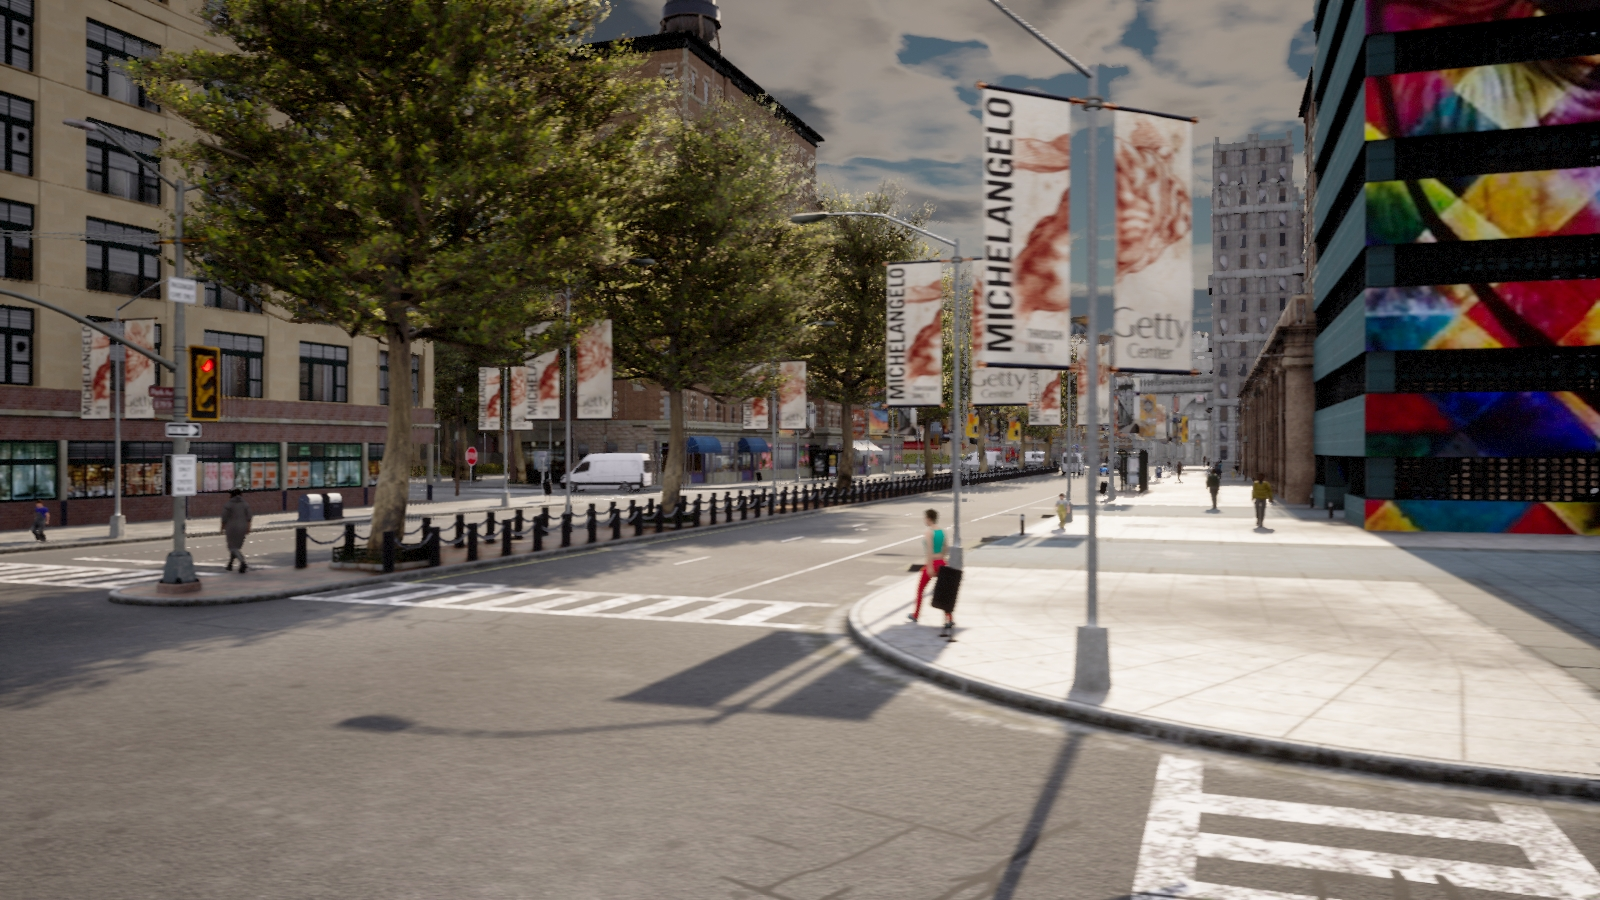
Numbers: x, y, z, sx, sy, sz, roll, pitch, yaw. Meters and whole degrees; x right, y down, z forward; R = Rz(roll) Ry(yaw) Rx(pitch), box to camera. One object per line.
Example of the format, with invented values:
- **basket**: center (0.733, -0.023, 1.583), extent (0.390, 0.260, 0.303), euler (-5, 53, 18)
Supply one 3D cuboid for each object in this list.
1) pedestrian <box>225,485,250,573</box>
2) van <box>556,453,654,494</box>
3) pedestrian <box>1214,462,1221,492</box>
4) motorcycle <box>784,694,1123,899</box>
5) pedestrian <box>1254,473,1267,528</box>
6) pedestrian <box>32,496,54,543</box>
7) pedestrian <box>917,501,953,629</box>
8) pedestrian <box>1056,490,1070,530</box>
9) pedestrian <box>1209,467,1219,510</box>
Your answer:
- **pedestrian**: center (-12.130, 1.689, 24.648), extent (0.375, 1.860, 0.375), euler (0, 0, 41)
- **van**: center (-12.639, 1.507, 74.222), extent (5.915, 2.561, 1.988), euler (0, 0, 11)
- **pedestrian**: center (26.474, 1.695, 72.469), extent (0.375, 1.860, 0.375), euler (0, 0, 20)
- **motorcycle**: center (0.904, 2.180, 6.618), extent (1.805, 1.236, 0.856), euler (0, 0, 20)
- **pedestrian**: center (15.531, 1.696, 38.521), extent (0.375, 1.860, 0.375), euler (0, 0, 30)
- **pedestrian**: center (-21.390, 1.953, 32.289), extent (0.375, 1.300, 0.375), euler (0, 0, 5)
- **pedestrian**: center (2.006, 1.695, 17.003), extent (0.375, 1.860, 0.375), euler (0, 0, -33)
- **pedestrian**: center (8.681, 1.972, 37.710), extent (0.375, 1.300, 0.375), euler (0, 0, 28)
- **pedestrian**: center (18.311, 1.695, 50.546), extent (0.375, 1.860, 0.375), euler (0, 0, 22)
